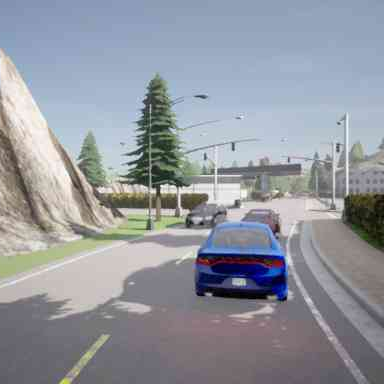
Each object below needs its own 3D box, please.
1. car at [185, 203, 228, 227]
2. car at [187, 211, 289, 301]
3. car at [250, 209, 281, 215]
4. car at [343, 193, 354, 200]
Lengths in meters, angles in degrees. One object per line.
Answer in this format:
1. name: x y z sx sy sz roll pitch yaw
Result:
1. car: 1.062 1.513 21.677 2.128 1.511 4.902 0 0 19
2. car: 1.292 1.486 8.496 1.882 1.535 5.008 0 0 10
3. car: 3.697 1.581 17.685 1.994 1.385 4.181 0 0 17
4. car: 40.207 1.157 83.001 3.866 1.878 1.905 0 0 19
